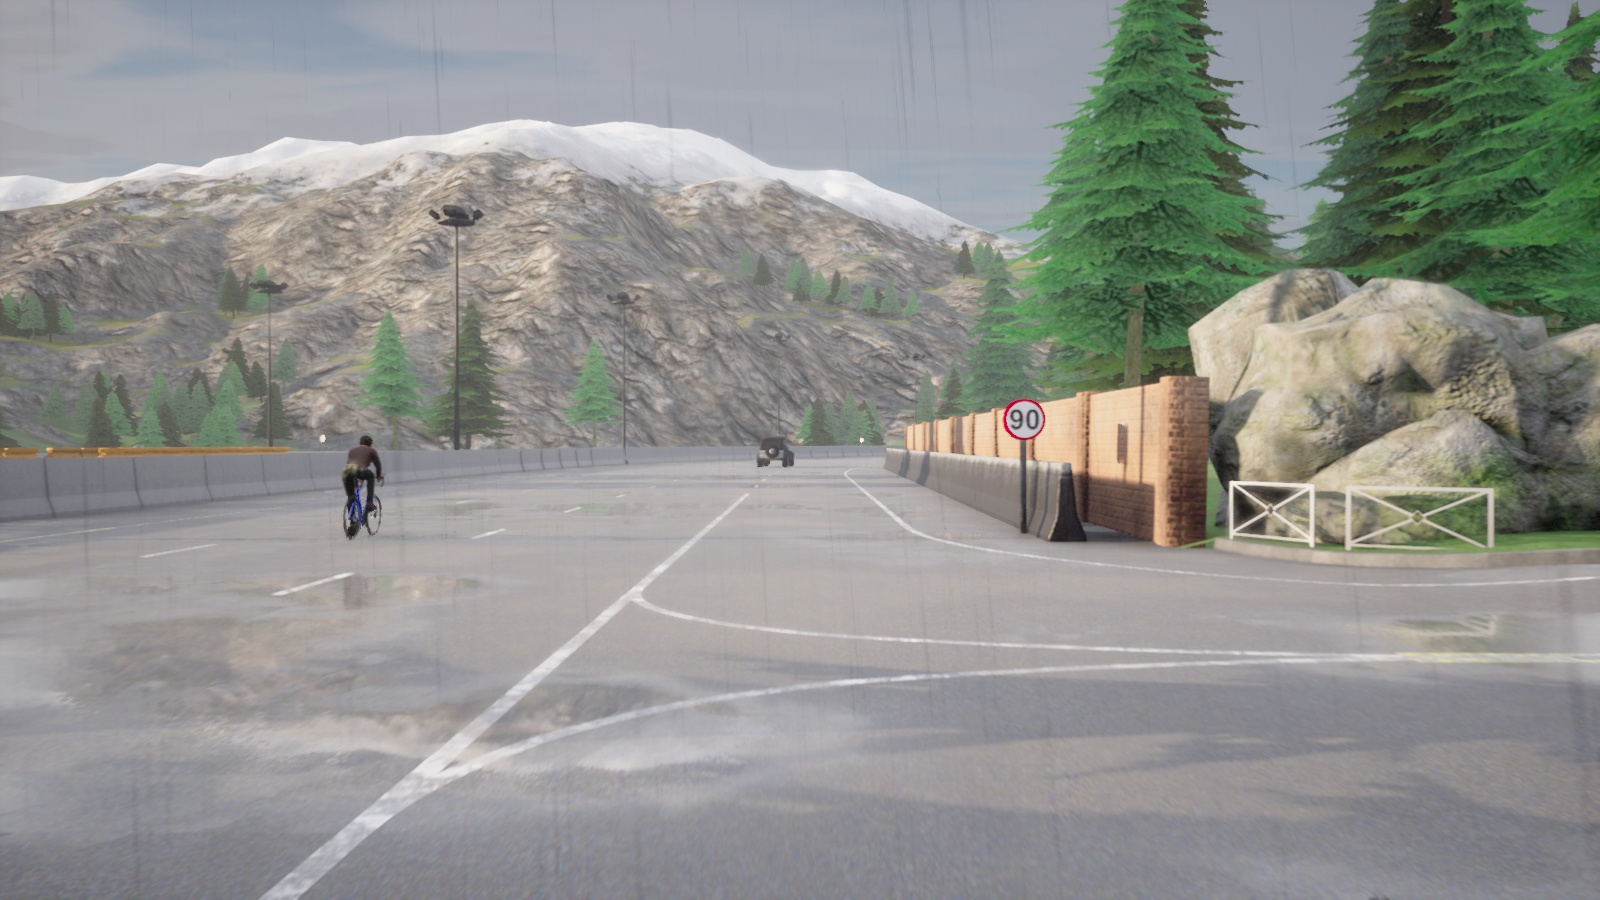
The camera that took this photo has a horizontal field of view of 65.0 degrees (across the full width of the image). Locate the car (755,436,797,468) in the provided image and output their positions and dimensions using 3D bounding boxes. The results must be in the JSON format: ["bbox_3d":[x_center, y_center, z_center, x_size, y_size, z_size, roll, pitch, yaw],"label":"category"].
[{"bbox_3d":[-1.451,0.104,77.549,1.905,1.878,3.866,0,0,9],"label":"car"}]

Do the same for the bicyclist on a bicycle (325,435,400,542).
[{"bbox_3d":[-6.872,0.582,19.791,0.582,1.620,1.656,0,0,0],"label":"bicyclist on a bicycle"}]
